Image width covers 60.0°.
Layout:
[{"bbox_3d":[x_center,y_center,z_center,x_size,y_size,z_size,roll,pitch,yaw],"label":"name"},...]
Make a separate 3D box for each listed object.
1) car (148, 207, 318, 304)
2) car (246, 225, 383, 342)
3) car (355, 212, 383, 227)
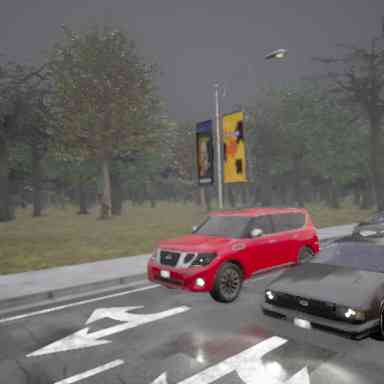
[{"bbox_3d":[1.459,1.502,9.350,5.566,2.045,2.150,0,-3,-41],"label":"car"},{"bbox_3d":[3.731,1.686,7.003,5.357,1.411,2.033,0,-3,-41],"label":"car"},{"bbox_3d":[9.774,1.780,16.665,4.902,1.511,2.128,0,-3,-41],"label":"car"}]
